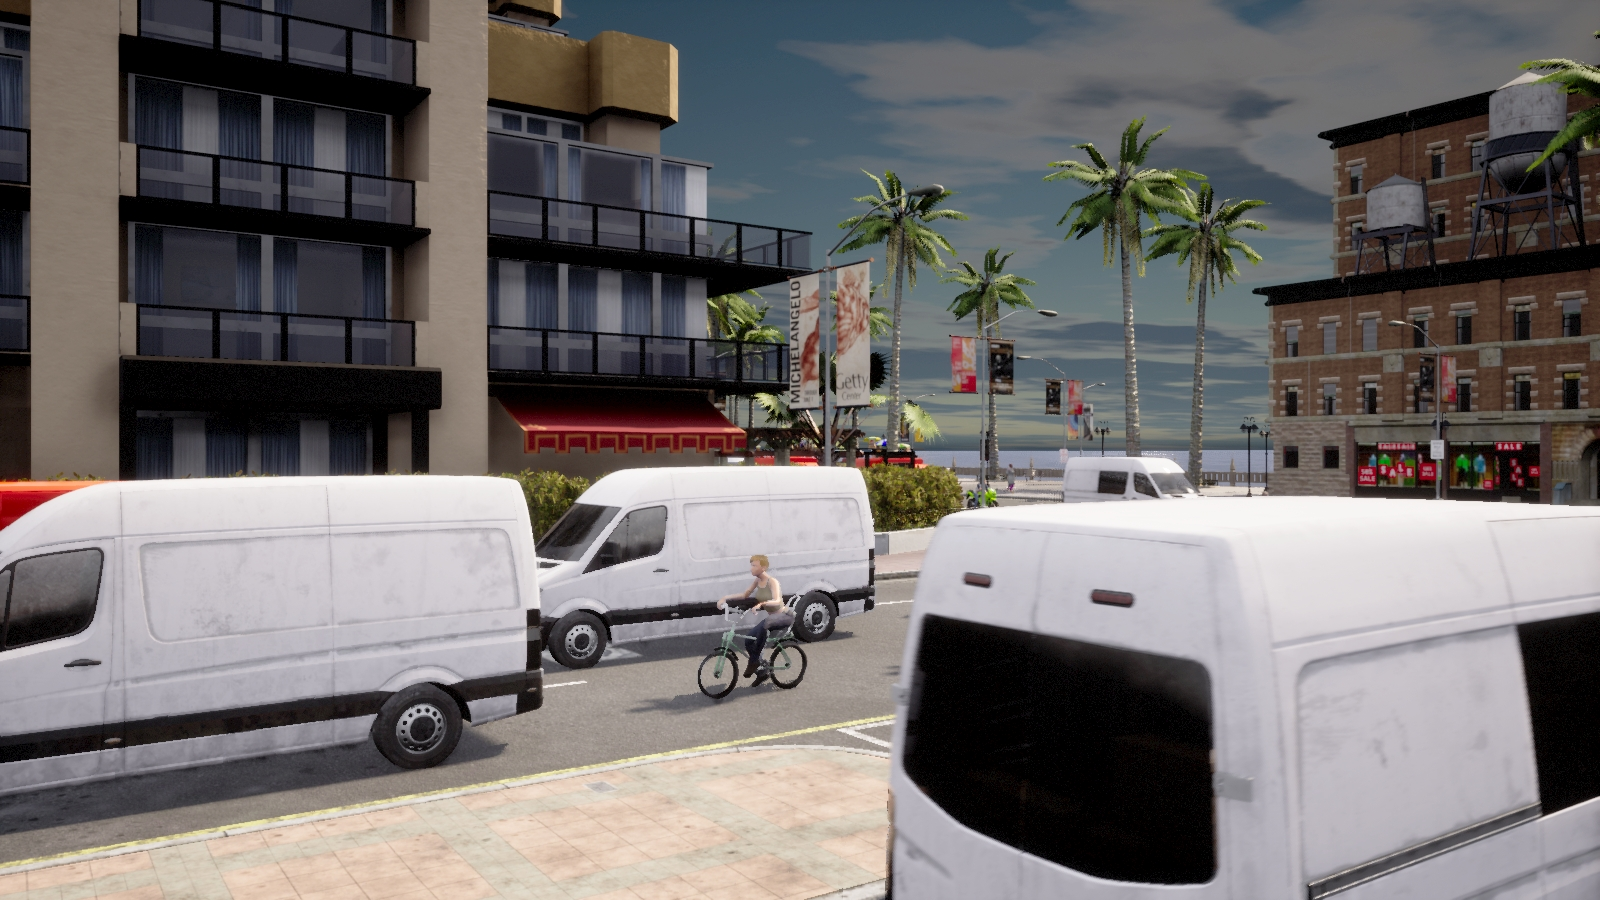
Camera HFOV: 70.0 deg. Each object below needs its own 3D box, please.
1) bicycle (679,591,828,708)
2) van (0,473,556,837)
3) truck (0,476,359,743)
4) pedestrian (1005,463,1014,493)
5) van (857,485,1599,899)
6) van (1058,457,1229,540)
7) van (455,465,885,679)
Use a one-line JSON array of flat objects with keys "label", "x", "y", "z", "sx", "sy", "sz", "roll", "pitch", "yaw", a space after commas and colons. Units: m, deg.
[{"label": "bicycle", "x": -0.533, "y": 2.256, "z": 13.140, "sx": 1.487, "sy": 1.080, "sz": 0.859, "roll": 0, "pitch": 0, "yaw": -35}, {"label": "van", "x": -5.288, "y": 1.534, "z": 9.874, "sx": 5.915, "sy": 2.561, "sz": 1.988, "roll": 0, "pitch": 0, "yaw": -34}, {"label": "truck", "x": -7.827, "y": 1.568, "z": 12.387, "sx": 5.204, "sy": 2.467, "sz": 2.627, "roll": 0, "pitch": 0, "yaw": -35}, {"label": "pedestrian", "x": 12.696, "y": 1.696, "z": 69.341, "sx": 0.375, "sy": 1.860, "sz": 0.375, "roll": 0, "pitch": 0, "yaw": -43}, {"label": "van", "x": 3.255, "y": 1.534, "z": 5.972, "sx": 5.915, "sy": 2.561, "sz": 1.988, "roll": 0, "pitch": 0, "yaw": -35}, {"label": "van", "x": 11.543, "y": 1.534, "z": 38.924, "sx": 1.988, "sy": 2.561, "sz": 5.915, "roll": 0, "pitch": 0, "yaw": -28}, {"label": "van", "x": -1.725, "y": 1.534, "z": 16.503, "sx": 5.915, "sy": 2.561, "sz": 1.988, "roll": 0, "pitch": 0, "yaw": -34}]
